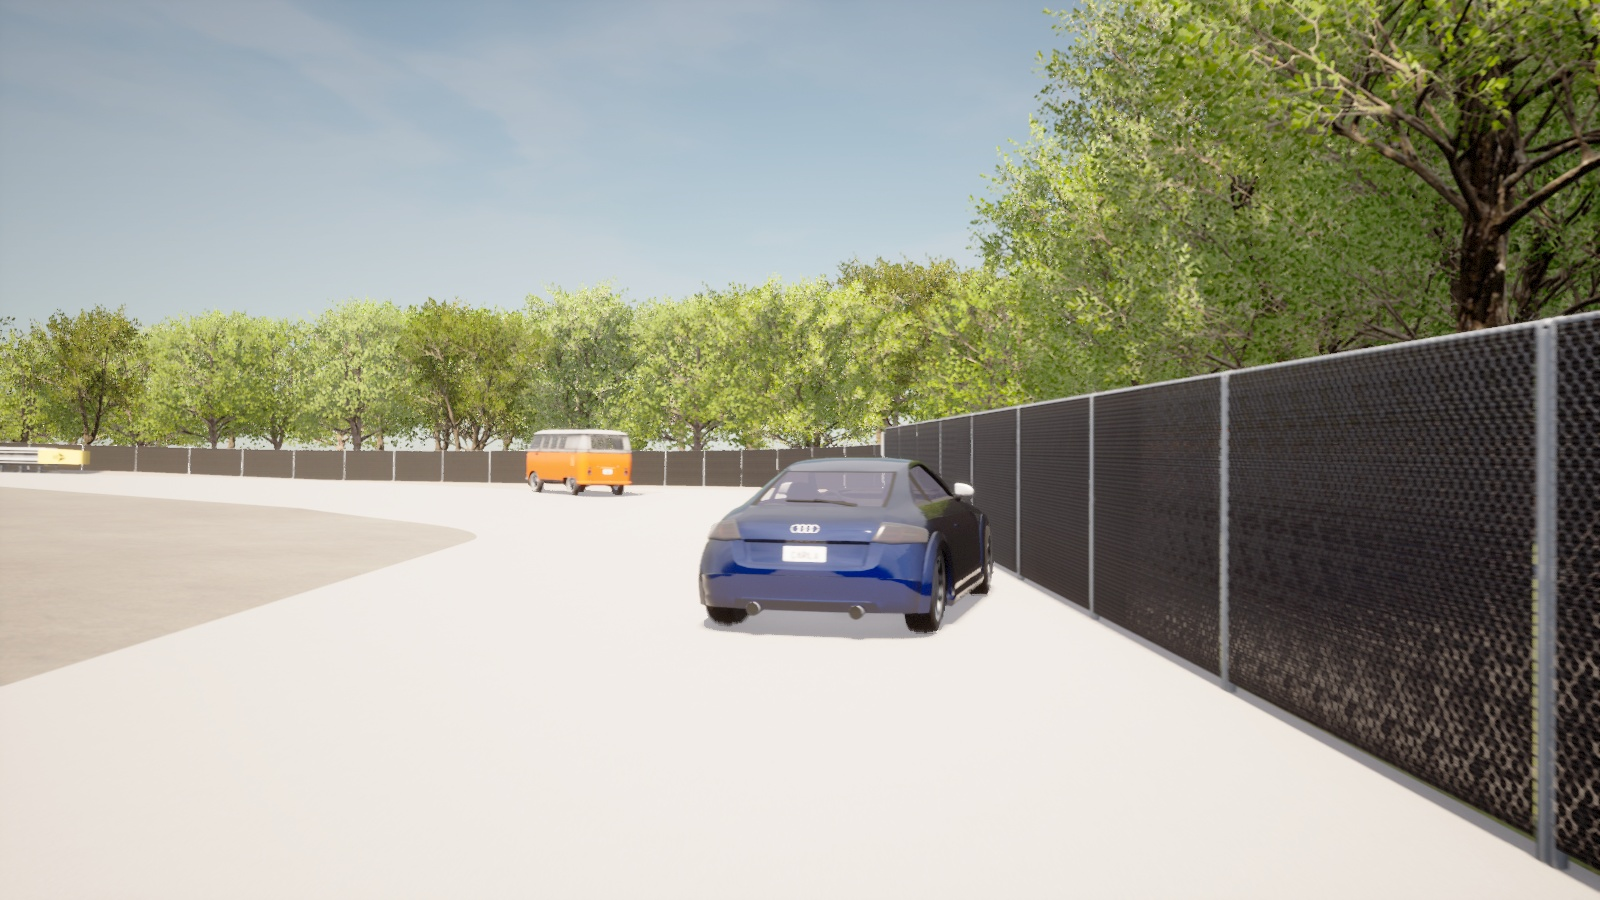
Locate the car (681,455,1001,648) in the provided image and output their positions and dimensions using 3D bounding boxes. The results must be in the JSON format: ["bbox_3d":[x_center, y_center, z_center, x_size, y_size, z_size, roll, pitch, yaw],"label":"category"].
[{"bbox_3d":[0.601,0.758,11.556,1.994,1.385,4.181,0,0,16],"label":"car"}]

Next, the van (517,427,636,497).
[{"bbox_3d":[-6.908,0.346,38.487,1.775,1.987,4.442,2,-1,-36],"label":"van"}]
